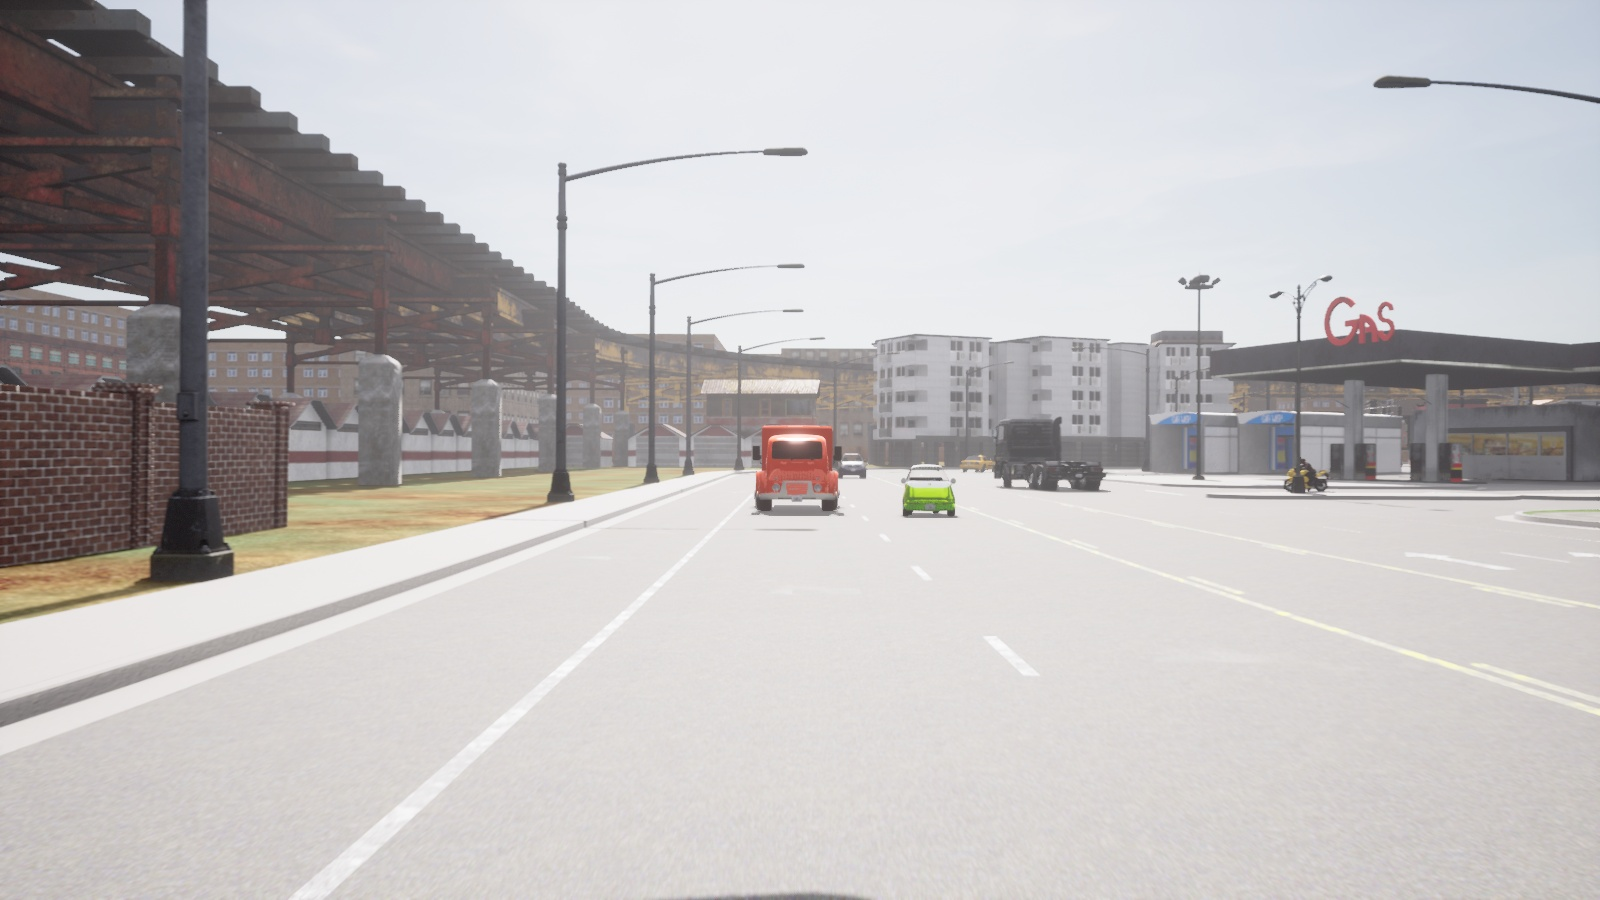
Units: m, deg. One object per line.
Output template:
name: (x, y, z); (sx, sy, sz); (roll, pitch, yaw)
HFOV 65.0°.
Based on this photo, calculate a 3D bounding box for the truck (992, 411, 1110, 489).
truck: (11.694, 0.007, 59.417); (2.891, 3.462, 7.936); (0, 0, -9)

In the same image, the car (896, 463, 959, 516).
car: (3.424, 1.048, 34.002); (1.481, 1.376, 2.207); (0, 0, 0)

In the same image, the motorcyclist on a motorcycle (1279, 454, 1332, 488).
motorcyclist on a motorcycle: (22.500, 0.924, 55.909); (2.044, 1.523, 0.797); (0, 0, 0)

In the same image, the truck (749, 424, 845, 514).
truck: (-0.086, 0.524, 37.319); (2.627, 2.467, 5.204); (0, 0, 0)

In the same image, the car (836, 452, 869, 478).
car: (3.325, 0.943, 79.994); (1.851, 1.617, 3.988); (0, 0, 0)
